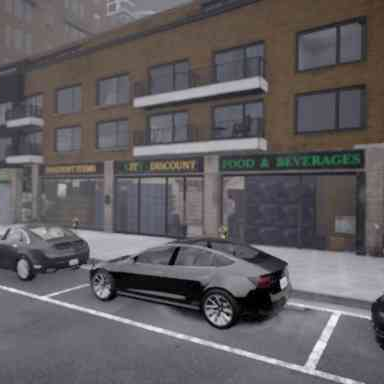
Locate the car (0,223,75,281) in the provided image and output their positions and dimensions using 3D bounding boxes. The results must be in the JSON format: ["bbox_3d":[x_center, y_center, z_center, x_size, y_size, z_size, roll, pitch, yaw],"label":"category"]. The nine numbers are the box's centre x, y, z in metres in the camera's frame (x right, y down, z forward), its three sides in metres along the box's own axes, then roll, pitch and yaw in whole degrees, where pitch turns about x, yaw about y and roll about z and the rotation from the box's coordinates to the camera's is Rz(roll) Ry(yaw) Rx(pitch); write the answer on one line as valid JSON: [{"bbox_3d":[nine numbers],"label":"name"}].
[{"bbox_3d":[-4.937,1.587,9.797,4.403,1.369,2.008,0,0,32],"label":"car"}]

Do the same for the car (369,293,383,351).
[{"bbox_3d":[4.573,1.609,3.935,4.313,1.339,1.947,0,0,32],"label":"car"}]

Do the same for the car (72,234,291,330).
[{"bbox_3d":[-0.182,1.606,6.866,4.313,1.339,1.947,0,0,32],"label":"car"}]
